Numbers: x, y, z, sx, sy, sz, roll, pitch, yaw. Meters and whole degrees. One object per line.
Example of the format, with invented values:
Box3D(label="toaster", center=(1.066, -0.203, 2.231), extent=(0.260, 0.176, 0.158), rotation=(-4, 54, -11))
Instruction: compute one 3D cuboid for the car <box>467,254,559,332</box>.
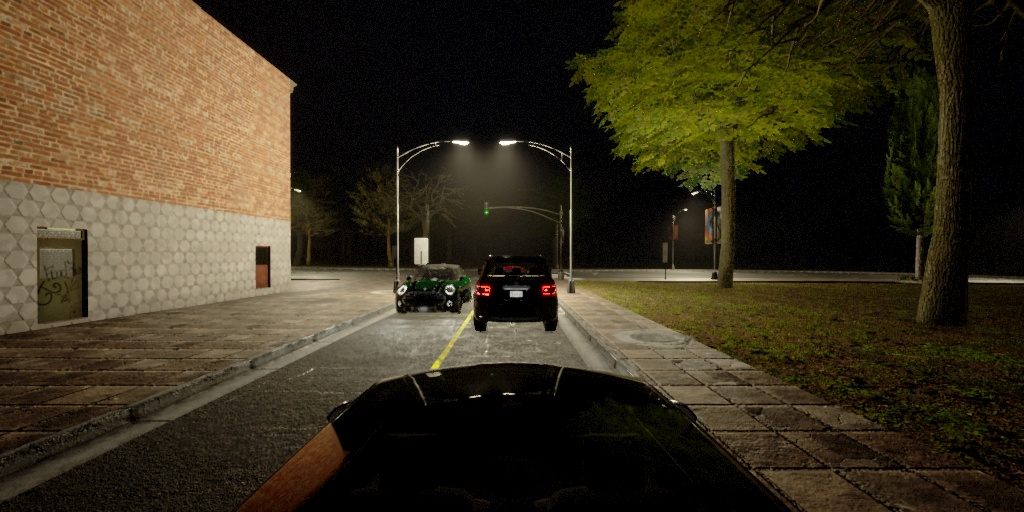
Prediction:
Box3D(label="car", center=(0.088, 0.980, 11.003), extent=(2.150, 2.045, 5.566), rotation=(0, 0, 0))

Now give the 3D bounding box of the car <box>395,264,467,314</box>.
Box3D(label="car", center=(-2.836, 1.115, 13.750), extent=(2.097, 1.767, 4.553), rotation=(0, 0, 0))
